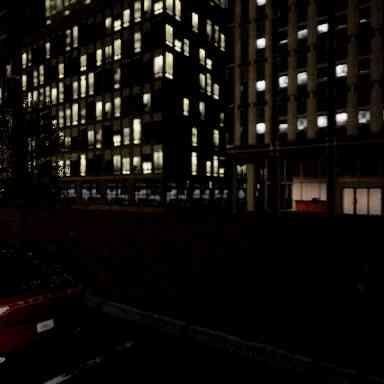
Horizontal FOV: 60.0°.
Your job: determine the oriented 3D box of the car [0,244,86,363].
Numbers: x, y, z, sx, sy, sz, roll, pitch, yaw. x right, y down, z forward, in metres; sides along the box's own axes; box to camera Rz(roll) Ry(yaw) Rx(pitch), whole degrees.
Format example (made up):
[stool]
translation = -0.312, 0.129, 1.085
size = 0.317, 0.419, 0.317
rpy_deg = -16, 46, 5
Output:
[car]
translation = -3.657, 1.543, 5.475
size = 4.507, 1.381, 1.887
rpy_deg = 0, 0, 35
